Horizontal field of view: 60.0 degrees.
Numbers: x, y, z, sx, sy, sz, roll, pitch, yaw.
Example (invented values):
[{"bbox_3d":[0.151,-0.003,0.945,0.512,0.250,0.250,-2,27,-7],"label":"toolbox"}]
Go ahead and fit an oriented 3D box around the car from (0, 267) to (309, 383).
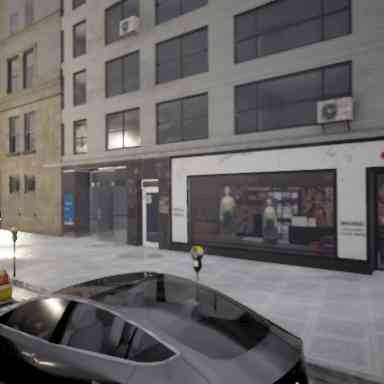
[{"bbox_3d":[-0.960,1.586,3.650,4.313,1.339,1.947,0,0,35],"label":"car"}]
